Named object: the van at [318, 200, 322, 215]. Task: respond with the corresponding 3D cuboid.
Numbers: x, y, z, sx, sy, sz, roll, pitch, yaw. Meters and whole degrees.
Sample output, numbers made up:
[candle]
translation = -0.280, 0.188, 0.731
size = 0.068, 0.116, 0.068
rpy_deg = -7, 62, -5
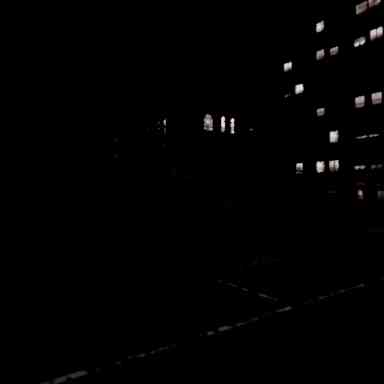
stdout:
[van]
translation = 10.662, 1.653, 32.689
size = 1.690, 1.788, 3.998
rpy_deg = -1, 0, -36
